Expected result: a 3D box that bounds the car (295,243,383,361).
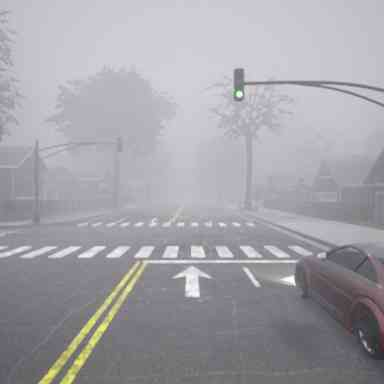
[{"bbox_3d":[3.343,1.604,5.983,1.994,1.385,4.181,0,0,0],"label":"car"}]
